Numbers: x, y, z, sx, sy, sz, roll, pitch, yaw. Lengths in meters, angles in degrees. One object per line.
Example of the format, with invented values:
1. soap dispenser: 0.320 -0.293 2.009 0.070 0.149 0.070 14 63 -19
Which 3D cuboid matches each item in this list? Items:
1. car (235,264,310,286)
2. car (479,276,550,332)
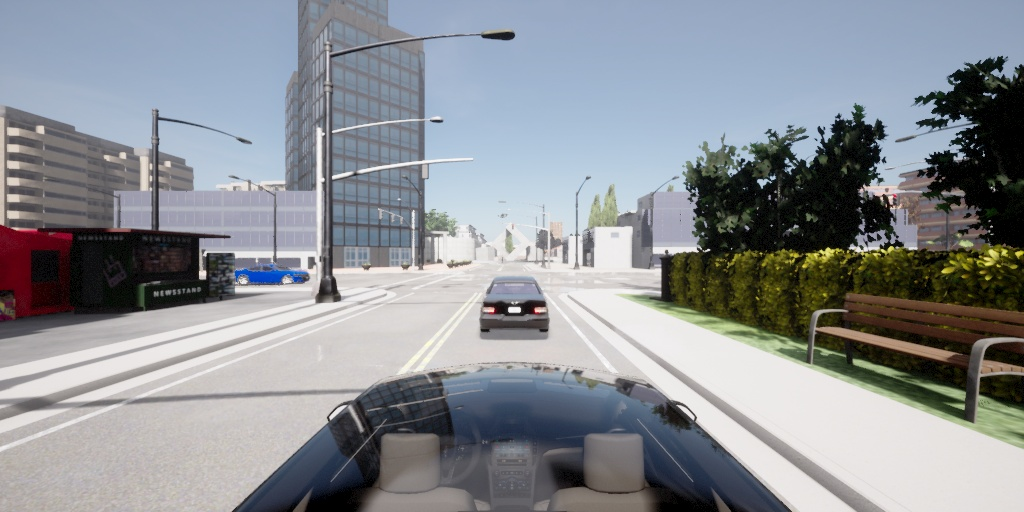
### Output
1. car: -17.529 1.343 26.231 5.008 1.535 1.882 -1 0 0
2. car: 0.069 1.297 10.829 2.033 1.411 5.357 0 0 0
